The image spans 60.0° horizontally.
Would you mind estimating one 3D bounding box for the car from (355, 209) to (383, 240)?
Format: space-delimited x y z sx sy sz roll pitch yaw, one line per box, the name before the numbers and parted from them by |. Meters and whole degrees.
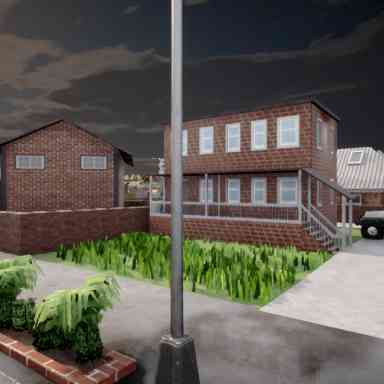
car | 8.443 0.973 12.627 3.866 1.878 1.905 0 0 36
